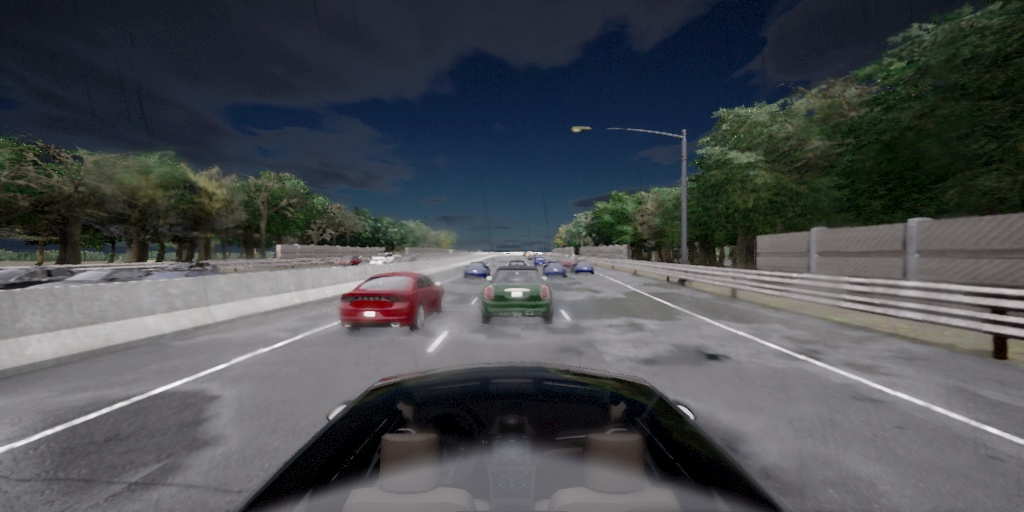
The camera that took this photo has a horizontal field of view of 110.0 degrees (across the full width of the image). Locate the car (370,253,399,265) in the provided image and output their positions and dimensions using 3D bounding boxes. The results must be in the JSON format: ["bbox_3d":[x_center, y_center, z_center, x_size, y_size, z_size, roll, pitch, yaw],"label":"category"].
[{"bbox_3d":[-20.240,0.578,56.391,2.150,2.045,5.566,0,1,2],"label":"car"}]

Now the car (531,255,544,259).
[{"bbox_3d":[4.283,0.894,54.963,1.812,1.442,4.674,0,1,1],"label":"car"}]

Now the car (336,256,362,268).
[{"bbox_3d":[-23.824,0.771,52.443,2.097,1.767,4.553,0,1,2],"label":"car"}]

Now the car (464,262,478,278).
[{"bbox_3d":[-3.031,1.217,31.804,1.994,1.385,4.181,0,1,1],"label":"car"}]

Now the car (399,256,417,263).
[{"bbox_3d":[-16.715,0.813,57.639,1.882,1.535,5.008,0,1,2],"label":"car"}]

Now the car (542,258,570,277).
[{"bbox_3d":[3.895,1.203,33.235,1.994,1.385,4.181,0,0,1],"label":"car"}]

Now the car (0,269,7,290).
[{"bbox_3d":[-20.997,1.243,15.497,1.837,1.490,4.892,0,0,1],"label":"car"}]

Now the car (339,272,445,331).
[{"bbox_3d":[-3.343,1.223,10.960,1.882,1.535,5.008,0,0,0],"label":"car"}]

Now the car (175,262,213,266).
[{"bbox_3d":[-23.615,1.205,26.040,1.837,1.490,4.892,0,0,-2],"label":"car"}]

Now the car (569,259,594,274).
[{"bbox_3d":[7.349,1.161,37.588,1.994,1.385,4.181,0,1,3],"label":"car"}]

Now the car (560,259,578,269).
[{"bbox_3d":[7.684,1.059,48.780,1.895,1.301,4.718,0,1,1],"label":"car"}]

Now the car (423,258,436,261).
[{"bbox_3d":[-13.221,0.938,57.445,1.895,1.301,4.718,0,1,2],"label":"car"}]

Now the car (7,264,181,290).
[{"bbox_3d":[-17.497,1.264,15.466,1.812,1.442,4.674,0,0,1],"label":"car"}]

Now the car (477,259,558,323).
[{"bbox_3d":[0.170,1.096,12.189,2.097,1.767,4.553,0,0,1],"label":"car"}]

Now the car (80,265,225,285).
[{"bbox_3d":[-14.005,1.286,15.226,2.033,1.411,5.357,0,0,1],"label":"car"}]
